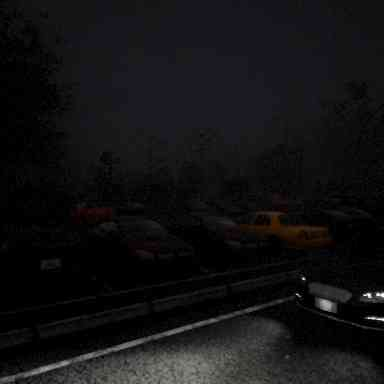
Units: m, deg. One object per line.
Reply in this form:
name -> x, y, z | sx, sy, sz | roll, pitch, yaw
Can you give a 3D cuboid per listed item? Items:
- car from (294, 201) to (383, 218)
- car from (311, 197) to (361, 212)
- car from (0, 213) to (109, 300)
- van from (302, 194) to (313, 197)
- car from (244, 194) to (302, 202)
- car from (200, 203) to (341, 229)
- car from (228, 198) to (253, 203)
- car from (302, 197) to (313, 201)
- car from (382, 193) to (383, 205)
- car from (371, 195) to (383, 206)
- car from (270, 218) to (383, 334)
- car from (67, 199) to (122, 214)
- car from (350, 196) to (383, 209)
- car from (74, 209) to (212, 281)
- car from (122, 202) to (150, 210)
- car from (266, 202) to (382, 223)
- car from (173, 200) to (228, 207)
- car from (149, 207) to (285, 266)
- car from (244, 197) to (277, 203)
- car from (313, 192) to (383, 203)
car -> 7.519, 1.444, 16.389 | 2.097, 1.535, 5.008 | 0, 0, -35
car -> 16.403, 1.419, 38.063 | 2.163, 1.488, 4.792 | -1, 1, -35
car -> -4.044, 1.425, 8.269 | 2.163, 1.488, 4.792 | 0, 0, -35
van -> 14.176, 1.203, 36.310 | 1.878, 1.987, 4.442 | -1, 1, -35
car -> 7.083, 1.221, 31.426 | 2.435, 2.045, 5.566 | 0, 0, -35
car -> 2.796, 1.422, 13.281 | 1.946, 1.575, 5.366 | 0, 0, -35
car -> 2.466, 1.482, 28.172 | 2.163, 1.488, 4.792 | 0, 0, -35
car -> 9.387, 1.478, 33.077 | 2.097, 1.535, 5.008 | 0, 0, -35
car -> 30.148, 1.025, 47.744 | 2.185, 1.767, 4.553 | -1, 1, -35
car -> 27.856, 1.190, 46.098 | 2.097, 1.535, 5.008 | -1, 1, -35
car -> 4.074, 1.491, 6.585 | 4.902, 1.511, 2.128 | 0, 0, -35
car -> -6.664, 1.288, 21.738 | 2.185, 1.767, 4.553 | 0, 0, -35
car -> 23.341, 1.270, 42.918 | 2.231, 1.521, 4.892 | -1, 1, -35
car -> -1.718, 1.445, 9.876 | 2.002, 1.452, 4.674 | 0, 0, -35
car -> -4.473, 1.423, 23.314 | 2.097, 1.535, 5.008 | 0, 0, -35
car -> 5.216, 1.434, 14.753 | 2.097, 1.535, 5.008 | 0, 0, -35
car -> 0.239, 1.444, 26.648 | 2.231, 1.521, 4.892 | 0, 0, -35
car -> 0.592, 1.455, 11.503 | 2.002, 1.452, 4.674 | 0, 0, -35
car -> 4.775, 1.492, 29.798 | 2.163, 1.488, 4.792 | 0, 0, -35
car -> 9.849, 1.203, 17.990 | 2.435, 2.045, 5.566 | 0, 0, -35
